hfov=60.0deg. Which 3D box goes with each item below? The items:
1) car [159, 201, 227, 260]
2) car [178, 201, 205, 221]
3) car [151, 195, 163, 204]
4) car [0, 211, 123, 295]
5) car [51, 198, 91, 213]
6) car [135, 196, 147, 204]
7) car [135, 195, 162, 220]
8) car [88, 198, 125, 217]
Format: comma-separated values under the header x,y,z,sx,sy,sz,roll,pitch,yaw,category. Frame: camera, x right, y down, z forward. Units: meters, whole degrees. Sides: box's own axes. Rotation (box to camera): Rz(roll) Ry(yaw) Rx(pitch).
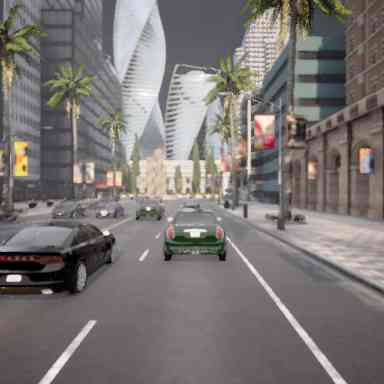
x,y,z,sx,sy,sz,roll,pitch,yaw,category
0.095,1.385,12.742,2.097,1.767,4.553,0,0,0,car
-0.048,1.567,29.263,2.128,1.511,4.902,0,0,-1,car
-7.537,1.527,71.419,2.097,1.767,4.553,0,0,-1,car
-3.388,1.501,8.839,1.882,1.535,5.008,0,0,0,car
-10.743,1.580,29.360,1.837,1.490,4.892,0,0,-1,car
-11.044,1.682,71.755,1.837,1.490,4.892,0,0,-1,car
-3.547,1.426,29.014,2.097,1.767,4.553,0,0,-1,car
-7.246,1.568,29.688,2.128,1.511,4.902,0,0,-1,car
